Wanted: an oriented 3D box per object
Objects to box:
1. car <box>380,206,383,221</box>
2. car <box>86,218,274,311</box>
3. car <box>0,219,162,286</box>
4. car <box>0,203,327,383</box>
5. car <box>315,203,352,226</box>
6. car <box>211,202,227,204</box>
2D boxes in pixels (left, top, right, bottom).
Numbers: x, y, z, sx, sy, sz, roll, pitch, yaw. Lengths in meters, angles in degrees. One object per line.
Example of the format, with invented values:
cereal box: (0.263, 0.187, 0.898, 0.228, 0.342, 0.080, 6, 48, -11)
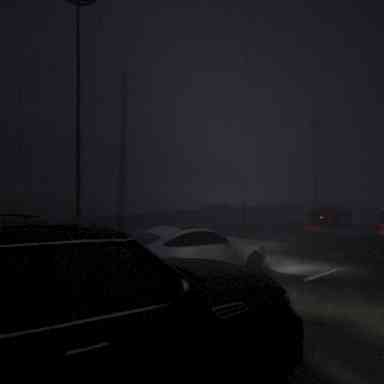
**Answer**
car: (16.522, 1.565, 27.079, 2.128, 1.511, 4.902, 0, 0, 34)
car: (-0.089, 1.554, 8.507, 4.674, 1.442, 1.812, 0, 0, -39)
car: (-3.413, 1.637, 10.230, 4.718, 1.301, 1.895, 0, 0, -38)
car: (-1.387, 1.231, 2.943, 5.566, 2.045, 2.150, 0, 0, -37)
car: (10.169, 1.547, 24.127, 1.882, 1.535, 5.008, 0, 0, 38)
car: (2.190, 1.665, 30.772, 2.033, 1.411, 5.357, 0, 0, 37)
